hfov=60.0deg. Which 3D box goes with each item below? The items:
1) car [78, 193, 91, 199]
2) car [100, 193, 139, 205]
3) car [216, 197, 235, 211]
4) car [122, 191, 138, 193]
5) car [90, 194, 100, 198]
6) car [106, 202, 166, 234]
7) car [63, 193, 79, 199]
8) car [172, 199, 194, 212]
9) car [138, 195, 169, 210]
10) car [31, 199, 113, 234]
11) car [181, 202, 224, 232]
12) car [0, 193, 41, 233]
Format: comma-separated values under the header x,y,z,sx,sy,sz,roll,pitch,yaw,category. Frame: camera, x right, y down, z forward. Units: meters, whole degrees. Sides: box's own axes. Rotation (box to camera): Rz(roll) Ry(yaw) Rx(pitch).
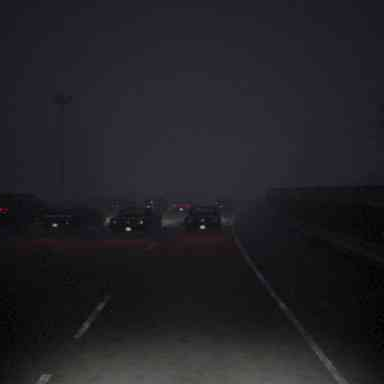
x,y,z,sx,sy,sz,roll,pitch,yaw,category
-18.365,1.099,61.377,1.994,1.385,4.181,0,0,20,car
-7.402,1.224,35.364,2.128,1.511,4.902,0,0,11,car
3.551,1.250,36.372,1.812,1.442,4.674,0,0,13,car
-11.472,0.769,59.820,2.150,2.045,5.566,0,0,21,car
-15.481,1.118,59.024,1.994,1.385,4.181,0,0,20,car
-2.856,1.463,18.087,1.895,1.301,4.718,0,0,5,car
-21.987,0.887,61.622,2.097,1.767,4.553,0,0,19,car
-0.598,1.345,33.835,1.895,1.301,4.718,0,0,11,car
-3.811,1.237,35.427,1.837,1.490,4.892,0,0,12,car
-6.328,1.353,18.263,2.128,1.511,4.902,0,0,5,car
0.734,1.457,18.993,1.895,1.301,4.718,0,0,5,car
-9.817,1.079,18.764,2.150,2.045,5.566,0,0,5,car
